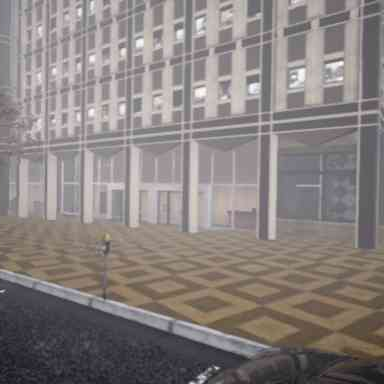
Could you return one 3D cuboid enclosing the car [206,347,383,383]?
[{"bbox_3d":[1.833,1.569,1.554,4.313,1.339,1.947,0,1,35],"label":"car"}]
